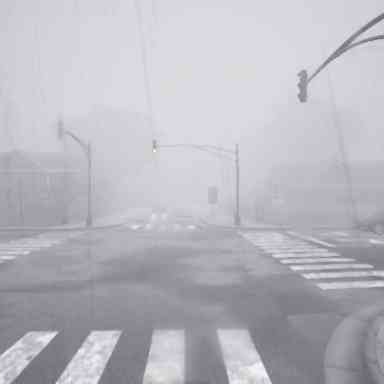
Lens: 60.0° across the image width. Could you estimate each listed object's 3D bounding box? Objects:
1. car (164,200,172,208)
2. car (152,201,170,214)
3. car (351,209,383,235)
[{"bbox_3d":[-5.154,2.407,67.525,2.128,1.511,4.902,0,-1,0],"label":"car"},{"bbox_3d":[-4.314,2.215,44.871,1.895,1.301,4.718,0,-1,-2],"label":"car"},{"bbox_3d":[11.969,1.689,19.616,4.892,1.490,1.837,-2,-1,-1],"label":"car"}]
